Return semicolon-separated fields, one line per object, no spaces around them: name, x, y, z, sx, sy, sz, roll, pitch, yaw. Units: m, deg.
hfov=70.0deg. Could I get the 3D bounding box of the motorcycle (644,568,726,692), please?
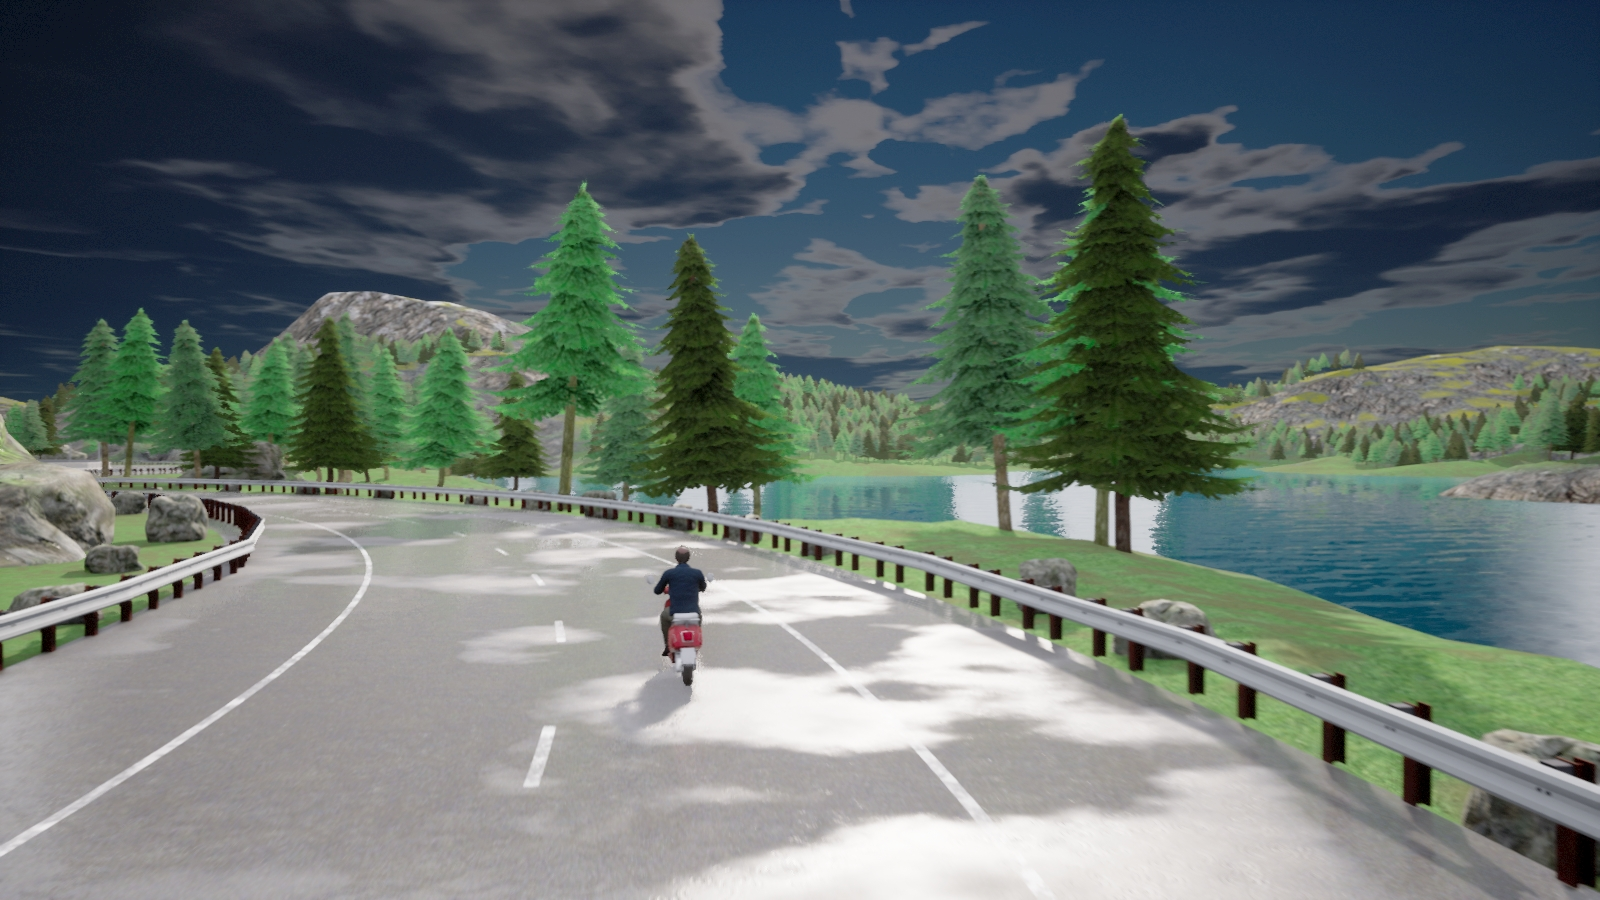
motorcycle;-1.458;2.182;14.199;0.856;1.236;1.805;-1;0;-11
